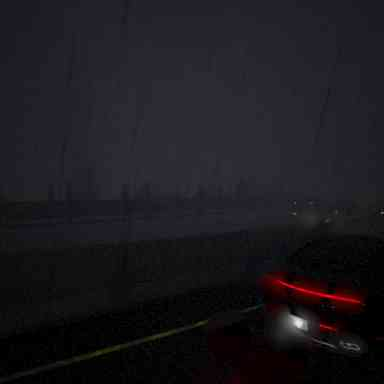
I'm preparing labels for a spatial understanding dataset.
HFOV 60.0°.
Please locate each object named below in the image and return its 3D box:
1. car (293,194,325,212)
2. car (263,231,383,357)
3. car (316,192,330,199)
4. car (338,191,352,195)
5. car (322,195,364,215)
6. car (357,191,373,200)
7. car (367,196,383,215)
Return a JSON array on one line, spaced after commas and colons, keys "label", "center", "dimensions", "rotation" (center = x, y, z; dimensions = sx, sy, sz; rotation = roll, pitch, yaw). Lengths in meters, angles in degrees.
[{"label": "car", "center": [12.233, 1.129, 34.644], "dimensions": [2.097, 1.767, 4.553], "rotation": [0, 0, 36]}, {"label": "car", "center": [3.338, 1.465, 5.839], "dimensions": [4.892, 1.490, 1.837], "rotation": [0, 1, -37]}, {"label": "car", "center": [28.620, 0.695, 72.867], "dimensions": [1.994, 1.385, 4.181], "rotation": [0, 0, 9]}, {"label": "car", "center": [31.248, 0.720, 67.923], "dimensions": [2.150, 2.045, 5.566], "rotation": [0, 0, 14]}, {"label": "car", "center": [14.366, 1.341, 31.532], "dimensions": [2.033, 1.411, 5.357], "rotation": [0, 0, 37]}, {"label": "car", "center": [34.509, 0.731, 66.484], "dimensions": [2.150, 2.045, 5.566], "rotation": [0, 0, 14]}, {"label": "car", "center": [17.543, 1.347, 29.949], "dimensions": [2.033, 1.411, 5.357], "rotation": [0, 0, 37]}]
